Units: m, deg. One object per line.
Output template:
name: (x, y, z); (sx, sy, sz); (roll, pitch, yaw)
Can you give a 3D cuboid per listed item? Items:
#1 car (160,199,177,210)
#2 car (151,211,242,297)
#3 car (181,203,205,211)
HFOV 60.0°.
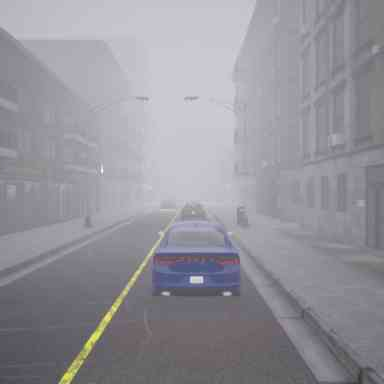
car: (-3.058, 1.551, 43.536); (1.994, 1.385, 4.181); (0, 0, 0)
car: (0.097, 1.476, 8.637); (1.882, 1.535, 5.008); (0, 0, 0)
car: (0.092, 1.557, 27.592); (1.994, 1.385, 4.181); (0, 0, 0)
